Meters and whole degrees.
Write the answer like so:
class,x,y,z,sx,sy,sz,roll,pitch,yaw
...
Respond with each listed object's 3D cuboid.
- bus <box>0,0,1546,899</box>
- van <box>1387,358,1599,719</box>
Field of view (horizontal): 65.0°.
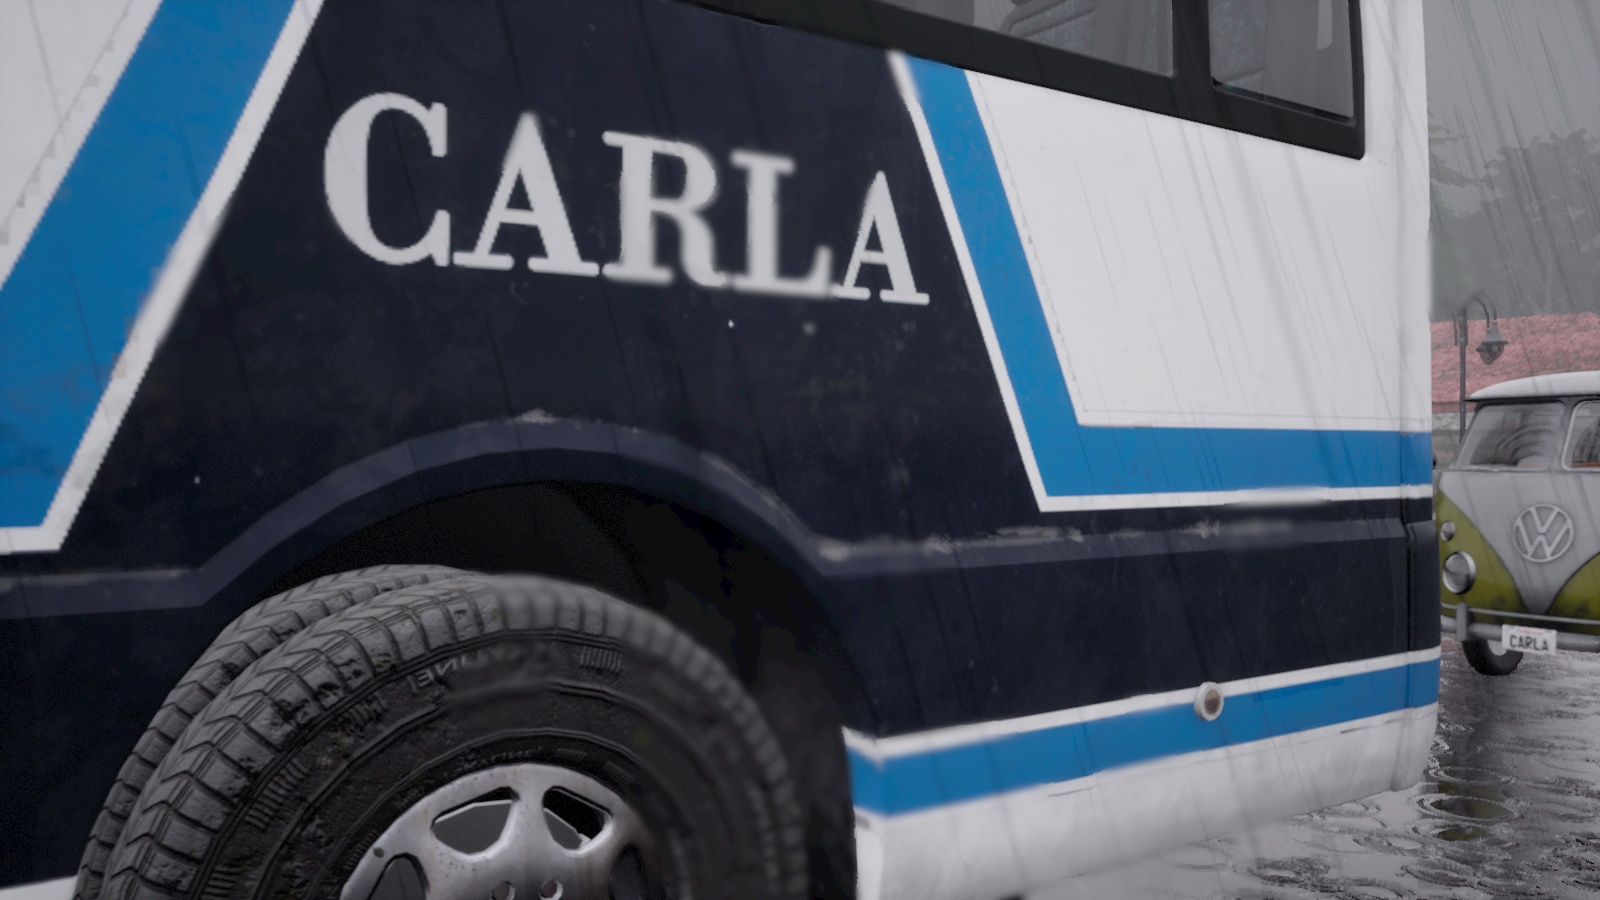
class,x,y,z,sx,sy,sz,roll,pitch,yaw
bus,-3.475,-0.615,1.864,10.273,4.253,3.944,0,0,-35
van,6.039,0.484,8.468,4.442,1.987,1.775,0,0,-35
